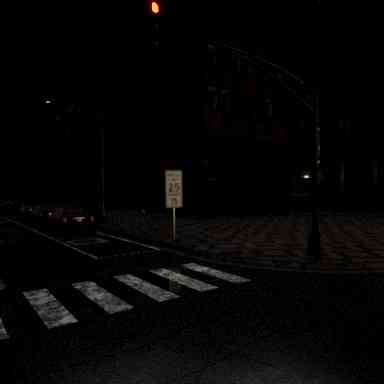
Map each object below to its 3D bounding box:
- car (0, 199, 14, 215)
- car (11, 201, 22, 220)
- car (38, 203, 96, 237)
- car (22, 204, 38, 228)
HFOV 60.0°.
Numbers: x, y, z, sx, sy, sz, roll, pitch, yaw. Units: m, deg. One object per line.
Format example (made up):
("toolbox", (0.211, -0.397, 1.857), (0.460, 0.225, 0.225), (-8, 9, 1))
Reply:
("car", (-19.601, 1.658, 35.978), (1.887, 1.381, 4.507), (-1, 1, -36))
("car", (-13.223, 1.650, 27.200), (1.802, 1.307, 4.206), (-1, 1, -36))
("car", (-6.849, 1.465, 18.421), (1.967, 1.590, 4.097), (-1, 1, -36))
("car", (-10.038, 1.487, 22.810), (1.967, 1.590, 4.097), (-1, 1, -36))
